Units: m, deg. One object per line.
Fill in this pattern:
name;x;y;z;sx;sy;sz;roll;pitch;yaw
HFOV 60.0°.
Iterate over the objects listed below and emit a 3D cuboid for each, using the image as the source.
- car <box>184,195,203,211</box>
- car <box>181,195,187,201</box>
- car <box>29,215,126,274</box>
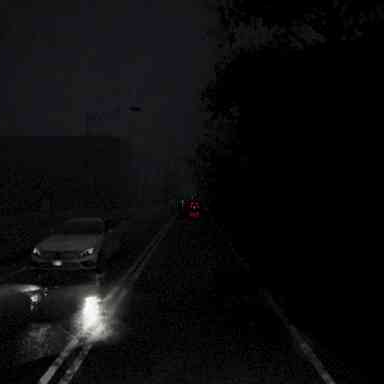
car;0.345;1.562;42.416;1.837;1.490;4.892;0;0;1
car;-1.794;1.524;87.181;1.994;1.385;4.181;0;0;2
car;-3.346;1.509;10.621;1.812;1.442;4.674;0;0;0
